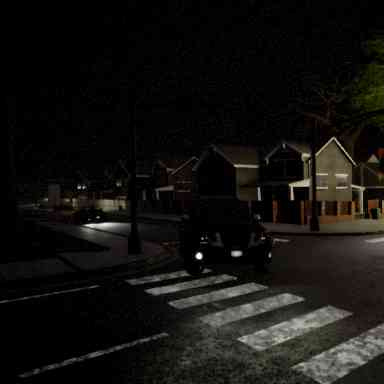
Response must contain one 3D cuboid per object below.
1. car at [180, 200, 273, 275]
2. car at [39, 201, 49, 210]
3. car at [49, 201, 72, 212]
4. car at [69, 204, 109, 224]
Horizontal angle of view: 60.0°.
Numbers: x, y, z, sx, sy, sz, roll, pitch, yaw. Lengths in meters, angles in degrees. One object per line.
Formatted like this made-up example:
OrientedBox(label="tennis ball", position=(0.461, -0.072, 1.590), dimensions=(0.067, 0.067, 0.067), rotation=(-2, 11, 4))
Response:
OrientedBox(label="car", position=(0.815, 1.277, 10.945), dimensions=(2.150, 2.045, 5.566), rotation=(1, -2, -6))
OrientedBox(label="car", position=(-24.230, 2.187, 55.544), dimensions=(1.994, 1.385, 4.181), rotation=(-1, 0, -35))
OrientedBox(label="car", position=(-18.253, 1.985, 47.015), dimensions=(2.128, 1.511, 4.902), rotation=(-1, 0, -34))
OrientedBox(label="car", position=(-8.634, 1.867, 28.264), dimensions=(1.994, 1.385, 4.181), rotation=(-1, 0, -35))
